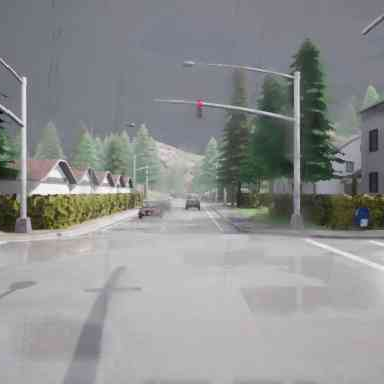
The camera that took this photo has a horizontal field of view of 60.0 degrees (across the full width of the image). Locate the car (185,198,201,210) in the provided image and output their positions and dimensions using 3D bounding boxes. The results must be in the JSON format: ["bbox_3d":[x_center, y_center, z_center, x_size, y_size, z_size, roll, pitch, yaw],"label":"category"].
[{"bbox_3d":[0.109,1.516,43.325,1.837,1.490,4.892,0,0,0],"label":"car"}]

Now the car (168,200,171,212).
[{"bbox_3d":[-3.493,1.611,39.353,1.895,1.301,4.718,0,0,0],"label":"car"}]

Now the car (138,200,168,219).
[{"bbox_3d":[-3.494,1.572,29.358,1.994,1.385,4.181,0,0,0],"label":"car"}]
